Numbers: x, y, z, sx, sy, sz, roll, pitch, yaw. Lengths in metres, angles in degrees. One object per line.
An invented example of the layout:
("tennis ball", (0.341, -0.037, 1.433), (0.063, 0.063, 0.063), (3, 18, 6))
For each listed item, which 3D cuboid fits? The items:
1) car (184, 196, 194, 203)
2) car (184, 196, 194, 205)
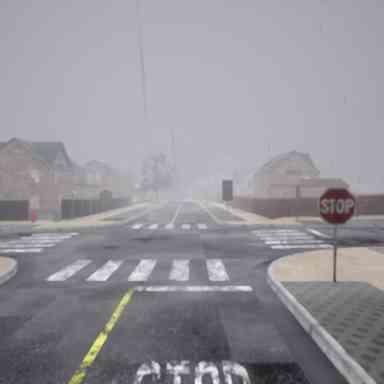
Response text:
("car", (-0.708, 1.489, 69.380), (1.994, 1.385, 4.181), (0, 0, -2))
("car", (-0.548, 1.557, 59.355), (1.812, 1.442, 4.674), (0, 0, -1))
